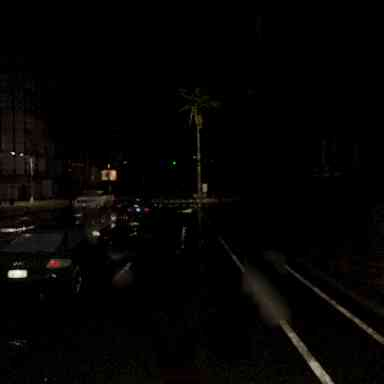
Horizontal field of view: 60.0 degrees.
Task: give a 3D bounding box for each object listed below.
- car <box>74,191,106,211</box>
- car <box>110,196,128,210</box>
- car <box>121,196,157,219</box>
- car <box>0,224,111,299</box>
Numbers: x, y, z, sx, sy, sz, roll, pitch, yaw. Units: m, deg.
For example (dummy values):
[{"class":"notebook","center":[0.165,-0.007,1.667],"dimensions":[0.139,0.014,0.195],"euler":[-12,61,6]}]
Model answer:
[{"class":"car","center":[-10.780,0.896,35.745],"dimensions":[2.150,2.045,5.566],"euler":[0,0,-1]},{"class":"car","center":[-7.548,1.165,36.304],"dimensions":[1.812,1.442,4.674],"euler":[0,1,-1]},{"class":"car","center":[-3.844,1.274,25.902],"dimensions":[2.033,1.411,5.357],"euler":[0,1,-2]},{"class":"car","center":[-3.350,1.492,8.289],"dimensions":[1.994,1.385,4.181],"euler":[0,1,-2]}]
